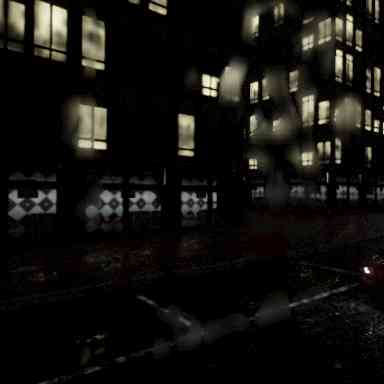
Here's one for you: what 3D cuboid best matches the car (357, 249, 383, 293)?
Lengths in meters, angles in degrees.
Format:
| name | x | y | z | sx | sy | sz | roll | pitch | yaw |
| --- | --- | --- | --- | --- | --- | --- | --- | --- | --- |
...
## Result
| name | x | y | z | sx | sy | sz | roll | pitch | yaw |
| --- | --- | --- | --- | --- | --- | --- | --- | --- | --- |
| car | 6.005 | 1.475 | 7.662 | 5.357 | 1.411 | 2.033 | -1 | 0 | -35 |
